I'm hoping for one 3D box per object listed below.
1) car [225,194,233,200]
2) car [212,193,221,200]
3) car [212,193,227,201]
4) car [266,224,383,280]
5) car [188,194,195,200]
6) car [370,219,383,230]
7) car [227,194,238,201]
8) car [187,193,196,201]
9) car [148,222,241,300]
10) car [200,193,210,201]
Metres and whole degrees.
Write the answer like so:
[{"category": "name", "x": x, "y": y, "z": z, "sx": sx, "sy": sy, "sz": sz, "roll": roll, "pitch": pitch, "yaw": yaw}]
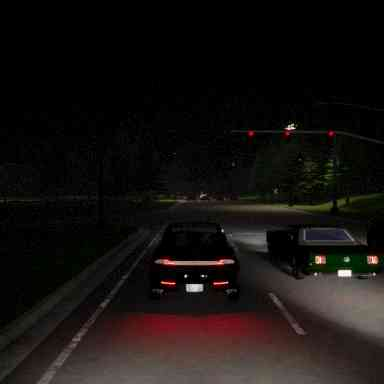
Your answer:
[{"category": "car", "x": 10.326, "y": 1.332, "z": 92.644, "sx": 1.837, "sy": 1.490, "sz": 4.892, "roll": 0, "pitch": 0, "yaw": 0}, {"category": "car", "x": 6.826, "y": 1.187, "z": 92.607, "sx": 2.097, "sy": 1.767, "sz": 4.553, "roll": 0, "pitch": 0, "yaw": 0}, {"category": "car", "x": 6.846, "y": 1.531, "z": 82.217, "sx": 2.033, "sy": 1.411, "sz": 5.357, "roll": 0, "pitch": 0, "yaw": 0}, {"category": "car", "x": 3.561, "y": 1.601, "z": 9.942, "sx": 1.895, "sy": 1.301, "sz": 4.718, "roll": 0, "pitch": 0, "yaw": 0}, {"category": "car", "x": -0.174, "y": 1.310, "z": 92.624, "sx": 1.882, "sy": 1.535, "sz": 5.008, "roll": 0, "pitch": 0, "yaw": 0}, {"category": "car", "x": 7.056, "y": 1.221, "z": 9.039, "sx": 2.150, "sy": 2.045, "sz": 5.566, "roll": 0, "pitch": 0, "yaw": 0}, {"category": "car", "x": 10.345, "y": 1.516, "z": 82.640, "sx": 1.812, "sy": 1.442, "sz": 4.674, "roll": 0, "pitch": 0, "yaw": 0}, {"category": "car", "x": -0.154, "y": 1.217, "z": 82.234, "sx": 2.150, "sy": 2.045, "sz": 5.566, "roll": 0, "pitch": 0, "yaw": 0}, {"category": "car", "x": 0.055, "y": 1.492, "z": 8.344, "sx": 2.128, "sy": 1.511, "sz": 4.902, "roll": 0, "pitch": 0, "yaw": 0}, {"category": "car", "x": 3.345, "y": 1.545, "z": 82.627, "sx": 1.994, "sy": 1.385, "sz": 4.181, "roll": 0, "pitch": 0, "yaw": 0}]
